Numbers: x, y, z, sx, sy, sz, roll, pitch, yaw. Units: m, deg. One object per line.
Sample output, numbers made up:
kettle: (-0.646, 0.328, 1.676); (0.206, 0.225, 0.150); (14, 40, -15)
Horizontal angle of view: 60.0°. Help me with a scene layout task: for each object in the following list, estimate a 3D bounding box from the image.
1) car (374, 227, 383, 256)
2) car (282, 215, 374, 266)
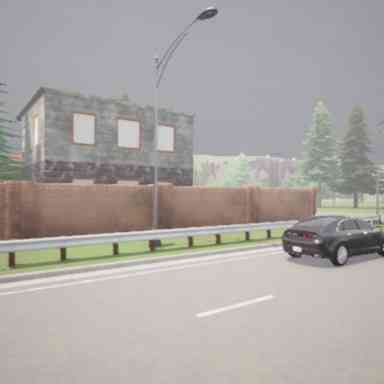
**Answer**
car: (7.152, 1.552, 8.898); (5.008, 1.535, 1.882); (1, 0, -35)
car: (5.295, 1.580, 11.870); (4.892, 1.490, 1.837); (1, 0, -35)
